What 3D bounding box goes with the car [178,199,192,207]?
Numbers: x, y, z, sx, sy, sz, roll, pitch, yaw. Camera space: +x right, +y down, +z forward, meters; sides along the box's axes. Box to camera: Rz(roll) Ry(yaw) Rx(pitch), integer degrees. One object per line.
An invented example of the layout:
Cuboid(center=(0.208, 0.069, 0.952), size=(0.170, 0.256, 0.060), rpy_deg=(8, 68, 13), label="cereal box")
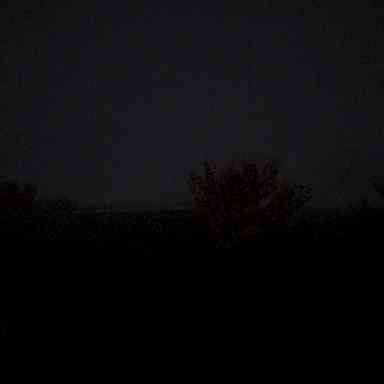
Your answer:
Cuboid(center=(-0.485, 2.026, 60.575), size=(2.128, 1.511, 4.902), rpy_deg=(-1, -1, 36), label="car")
